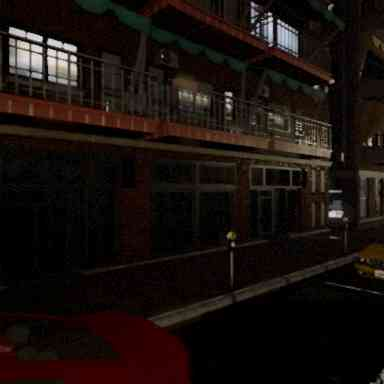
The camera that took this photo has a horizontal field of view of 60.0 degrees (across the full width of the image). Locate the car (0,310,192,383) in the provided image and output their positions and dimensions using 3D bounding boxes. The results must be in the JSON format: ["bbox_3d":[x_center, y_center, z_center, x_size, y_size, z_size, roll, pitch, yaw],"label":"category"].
[{"bbox_3d":[-1.983,1.544,1.686,4.507,1.381,1.887,0,0,-43],"label":"car"}]

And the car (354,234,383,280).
[{"bbox_3d":[6.017,1.517,9.066,4.829,1.417,1.752,0,0,-43],"label":"car"}]

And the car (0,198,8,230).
[{"bbox_3d":[-4.869,0.664,3.166,5.566,2.045,2.150,-19,1,4],"label":"car"}]
